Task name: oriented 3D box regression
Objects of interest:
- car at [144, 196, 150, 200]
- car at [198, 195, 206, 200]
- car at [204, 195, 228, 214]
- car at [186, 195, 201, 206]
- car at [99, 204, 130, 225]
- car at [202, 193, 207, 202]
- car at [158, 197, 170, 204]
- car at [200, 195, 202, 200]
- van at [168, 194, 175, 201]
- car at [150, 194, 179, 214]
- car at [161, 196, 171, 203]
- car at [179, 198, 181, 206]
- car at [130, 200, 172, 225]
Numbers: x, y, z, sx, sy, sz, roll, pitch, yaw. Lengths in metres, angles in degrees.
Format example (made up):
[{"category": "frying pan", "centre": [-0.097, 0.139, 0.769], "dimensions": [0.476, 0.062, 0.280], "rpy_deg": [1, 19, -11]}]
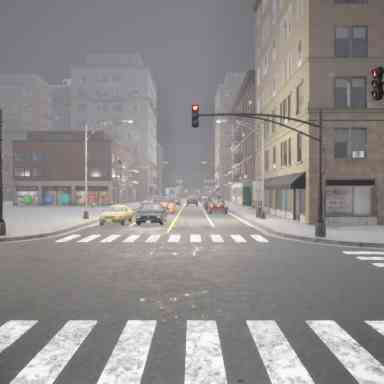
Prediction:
[{"category": "car", "centre": [-5.353, 1.553, 41.058], "dimensions": [2.008, 1.369, 4.403], "rpy_deg": [0, 0, 0]}, {"category": "car", "centre": [2.717, 1.577, 92.008], "dimensions": [1.947, 1.339, 4.313], "rpy_deg": [0, 0, 0]}, {"category": "car", "centre": [2.667, 1.442, 35.388], "dimensions": [1.967, 1.590, 4.097], "rpy_deg": [0, 0, 0]}, {"category": "car", "centre": [0.047, 1.509, 54.009], "dimensions": [1.837, 1.490, 4.892], "rpy_deg": [0, 0, 0]}, {"category": "car", "centre": [-5.368, 1.526, 23.902], "dimensions": [1.752, 1.417, 4.829], "rpy_deg": [0, 0, 0]}, {"category": "car", "centre": [2.672, 1.318, 41.050], "dimensions": [2.192, 1.841, 5.009], "rpy_deg": [0, 0, 0]}, {"category": "car", "centre": [-5.333, 1.587, 63.706], "dimensions": [1.802, 1.307, 4.206], "rpy_deg": [0, 0, 0]}, {"category": "car", "centre": [2.682, 1.529, 52.544], "dimensions": [1.752, 1.417, 4.829], "rpy_deg": [0, 0, 0]}, {"category": "van", "centre": [-5.313, 1.350, 86.353], "dimensions": [1.690, 1.788, 3.998], "rpy_deg": [0, 0, 0]}, {"category": "car", "centre": [-2.821, 1.354, 34.536], "dimensions": [2.097, 1.767, 4.553], "rpy_deg": [0, 0, 0]}, {"category": "car", "centre": [-5.328, 1.531, 69.197], "dimensions": [1.752, 1.417, 4.829], "rpy_deg": [0, 0, 0]}, {"category": "car", "centre": [-2.744, 1.552, 53.984], "dimensions": [2.033, 1.411, 5.357], "rpy_deg": [0, 0, 1]}, {"category": "car", "centre": [-2.828, 1.548, 24.183], "dimensions": [2.033, 1.411, 5.357], "rpy_deg": [0, 0, 0]}]
